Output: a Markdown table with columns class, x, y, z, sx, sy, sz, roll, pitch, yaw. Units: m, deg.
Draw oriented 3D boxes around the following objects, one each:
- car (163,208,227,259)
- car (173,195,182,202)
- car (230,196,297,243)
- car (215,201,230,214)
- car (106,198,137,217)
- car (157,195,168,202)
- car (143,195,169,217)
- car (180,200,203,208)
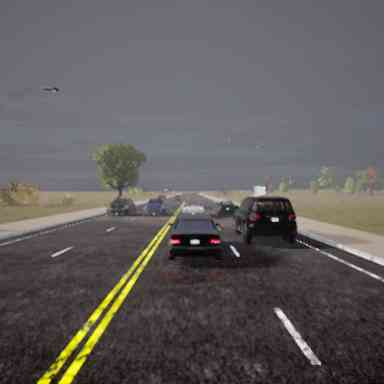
| class | x | y | z | sx | sy | sz | roll | pitch | yaw |
| --- | --- | --- | --- | --- | --- | --- | --- | --- | --- |
| car | 0.098 | 1.546 | 12.496 | 2.033 | 1.411 | 5.357 | 0 | 0 | 0 |
| car | -3.239 | 1.403 | 73.552 | 1.837 | 1.490 | 4.892 | 0 | 0 | 0 |
| car | 3.351 | 1.220 | 16.087 | 2.150 | 2.045 | 5.566 | 0 | 0 | 0 |
| car | 3.353 | 1.558 | 33.159 | 1.994 | 1.385 | 4.181 | 0 | 0 | 0 |
| car | -6.593 | 1.348 | 31.391 | 2.097 | 1.767 | 4.553 | 0 | 0 | 0 |
| car | -6.489 | 1.403 | 73.553 | 1.837 | 1.490 | 4.892 | 0 | 0 | 0 |
| car | -3.343 | 1.347 | 31.312 | 2.097 | 1.767 | 4.553 | 0 | 0 | 0 |
| car | 0.102 | 1.596 | 30.937 | 1.895 | 1.301 | 4.718 | 0 | 0 | 0 |
